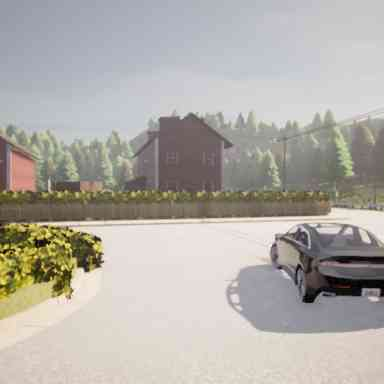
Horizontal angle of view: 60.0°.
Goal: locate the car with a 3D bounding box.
[{"bbox_3d":[3.198,1.475,8.050,2.128,1.511,4.902,0,0,4],"label":"car"}]
